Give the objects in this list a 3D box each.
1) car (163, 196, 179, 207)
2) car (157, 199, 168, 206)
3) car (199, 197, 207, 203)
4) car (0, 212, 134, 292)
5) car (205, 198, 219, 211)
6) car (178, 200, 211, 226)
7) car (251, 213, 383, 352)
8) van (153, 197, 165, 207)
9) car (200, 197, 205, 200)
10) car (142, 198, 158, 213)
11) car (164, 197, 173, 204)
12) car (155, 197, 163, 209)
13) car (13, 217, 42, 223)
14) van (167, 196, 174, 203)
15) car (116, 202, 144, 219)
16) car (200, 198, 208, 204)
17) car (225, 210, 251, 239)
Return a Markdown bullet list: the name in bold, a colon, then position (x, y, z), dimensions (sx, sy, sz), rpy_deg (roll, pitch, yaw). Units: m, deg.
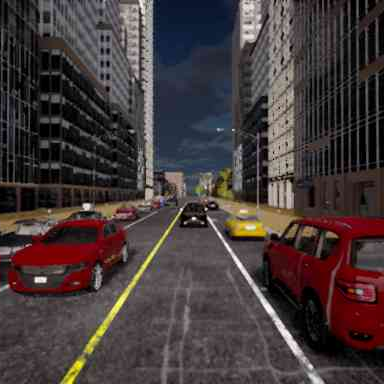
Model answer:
- **car**: position (-2.931, 1.510, 50.628), dimensions (1.882, 1.535, 5.008), rpy_deg (0, 0, 0)
- **car**: position (-5.601, 1.969, 63.153), dimensions (1.802, 1.307, 4.206), rpy_deg (0, 0, 0)
- **car**: position (2.811, 2.039, 86.065), dimensions (1.752, 1.417, 4.829), rpy_deg (0, 0, 0)
- **car**: position (-3.089, 1.539, 9.286), dimensions (1.882, 1.535, 5.008), rpy_deg (0, 0, 0)
- **car**: position (2.756, 1.853, 46.052), dimensions (1.947, 1.339, 4.313), rpy_deg (0, 0, 0)
- **car**: position (0.135, 1.636, 24.603), dimensions (1.882, 1.535, 5.008), rpy_deg (0, 0, 0)
- **car**: position (2.703, 1.357, 6.210), dimensions (2.192, 1.841, 5.009), rpy_deg (0, 0, 0)
- **van**: position (-5.608, 1.695, 57.462), dimensions (1.690, 1.788, 3.998), rpy_deg (0, 0, 0)
- **car**: position (0.158, 1.772, 42.917), dimensions (2.163, 1.488, 4.792), rpy_deg (0, 0, 0)
- **car**: position (-5.633, 1.804, 40.384), dimensions (2.008, 1.369, 4.403), rpy_deg (0, 0, 0)
- **car**: position (-5.577, 1.922, 80.229), dimensions (1.967, 1.590, 4.097), rpy_deg (0, 0, 0)
- **car**: position (-5.617, 1.866, 51.768), dimensions (1.887, 1.381, 4.507), rpy_deg (0, 0, 0)
- **car**: position (-5.671, 1.630, 11.923), dimensions (2.008, 1.369, 4.403), rpy_deg (0, 0, 0)
- **van**: position (-5.569, 1.854, 85.923), dimensions (1.690, 1.788, 3.998), rpy_deg (0, 0, 0)
- **car**: position (-5.648, 1.767, 28.998), dimensions (1.802, 1.307, 4.206), rpy_deg (0, 0, 0)
- **car**: position (2.803, 2.064, 80.203), dimensions (1.802, 1.307, 4.206), rpy_deg (0, 0, 0)
- **car**: position (2.717, 1.641, 17.761), dimensions (1.752, 1.417, 4.829), rpy_deg (0, 0, 0)
